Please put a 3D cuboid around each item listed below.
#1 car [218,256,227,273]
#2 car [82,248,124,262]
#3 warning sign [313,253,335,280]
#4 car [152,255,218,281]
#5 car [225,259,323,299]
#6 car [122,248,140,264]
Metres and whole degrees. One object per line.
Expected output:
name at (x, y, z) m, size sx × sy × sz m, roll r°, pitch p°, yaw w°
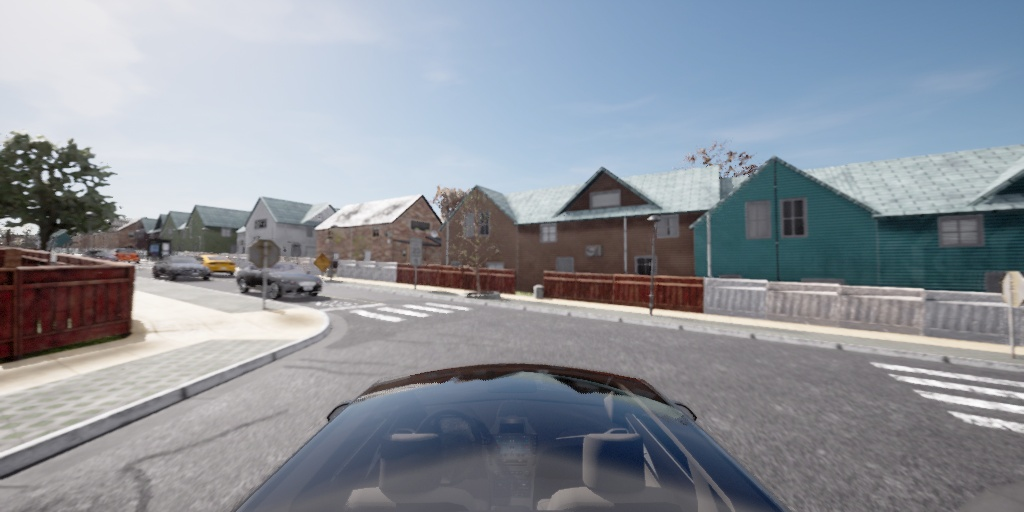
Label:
car at (-23.224, 0.682, 27.553) m, size 5.008 × 1.535 × 1.882 m, roll 2°, pitch -1°, yaw 31°
car at (-38.431, 0.195, 33.434) m, size 4.674 × 1.442 × 1.812 m, roll 1°, pitch -1°, yaw 32°
warning sign at (-12.655, 0.712, 23.942) m, size 1.060 × 1.860 × 1.300 m, roll 0°, pitch 0°, yaw 31°
car at (-21.001, 0.740, 22.761) m, size 4.674 × 1.442 × 1.812 m, roll 2°, pitch -1°, yaw 31°
car at (-10.737, 1.042, 16.526) m, size 4.902 × 1.511 × 2.128 m, roll 2°, pitch -1°, yaw 31°
car at (-43.191, -0.054, 39.680) m, size 4.553 × 1.767 × 2.097 m, roll 2°, pitch -1°, yaw 31°
